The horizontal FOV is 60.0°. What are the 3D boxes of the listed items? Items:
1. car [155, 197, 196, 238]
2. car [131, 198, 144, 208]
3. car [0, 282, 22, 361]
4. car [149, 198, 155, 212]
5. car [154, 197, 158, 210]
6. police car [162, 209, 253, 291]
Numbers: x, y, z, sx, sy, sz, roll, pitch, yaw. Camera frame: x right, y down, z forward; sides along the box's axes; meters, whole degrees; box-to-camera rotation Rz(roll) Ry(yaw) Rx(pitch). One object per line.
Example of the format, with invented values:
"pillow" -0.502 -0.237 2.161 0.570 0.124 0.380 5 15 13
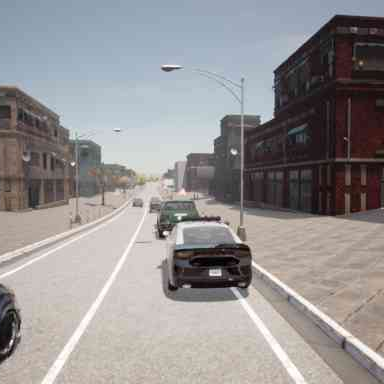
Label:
"car" -0.874 1.466 19.318 2.150 2.045 5.566 0 -1 -7
"car" -9.228 1.826 56.835 1.837 1.490 4.892 0 2 -7
"car" -3.335 1.570 3.066 1.994 1.385 4.181 0 0 -4
"car" -4.950 1.997 46.295 1.837 1.490 4.892 0 -1 -7
"car" -1.578 1.622 25.287 2.150 2.045 5.566 0 -1 -7
"police car" 0.230 1.479 9.381 1.930 1.638 5.238 0 -1 -6
